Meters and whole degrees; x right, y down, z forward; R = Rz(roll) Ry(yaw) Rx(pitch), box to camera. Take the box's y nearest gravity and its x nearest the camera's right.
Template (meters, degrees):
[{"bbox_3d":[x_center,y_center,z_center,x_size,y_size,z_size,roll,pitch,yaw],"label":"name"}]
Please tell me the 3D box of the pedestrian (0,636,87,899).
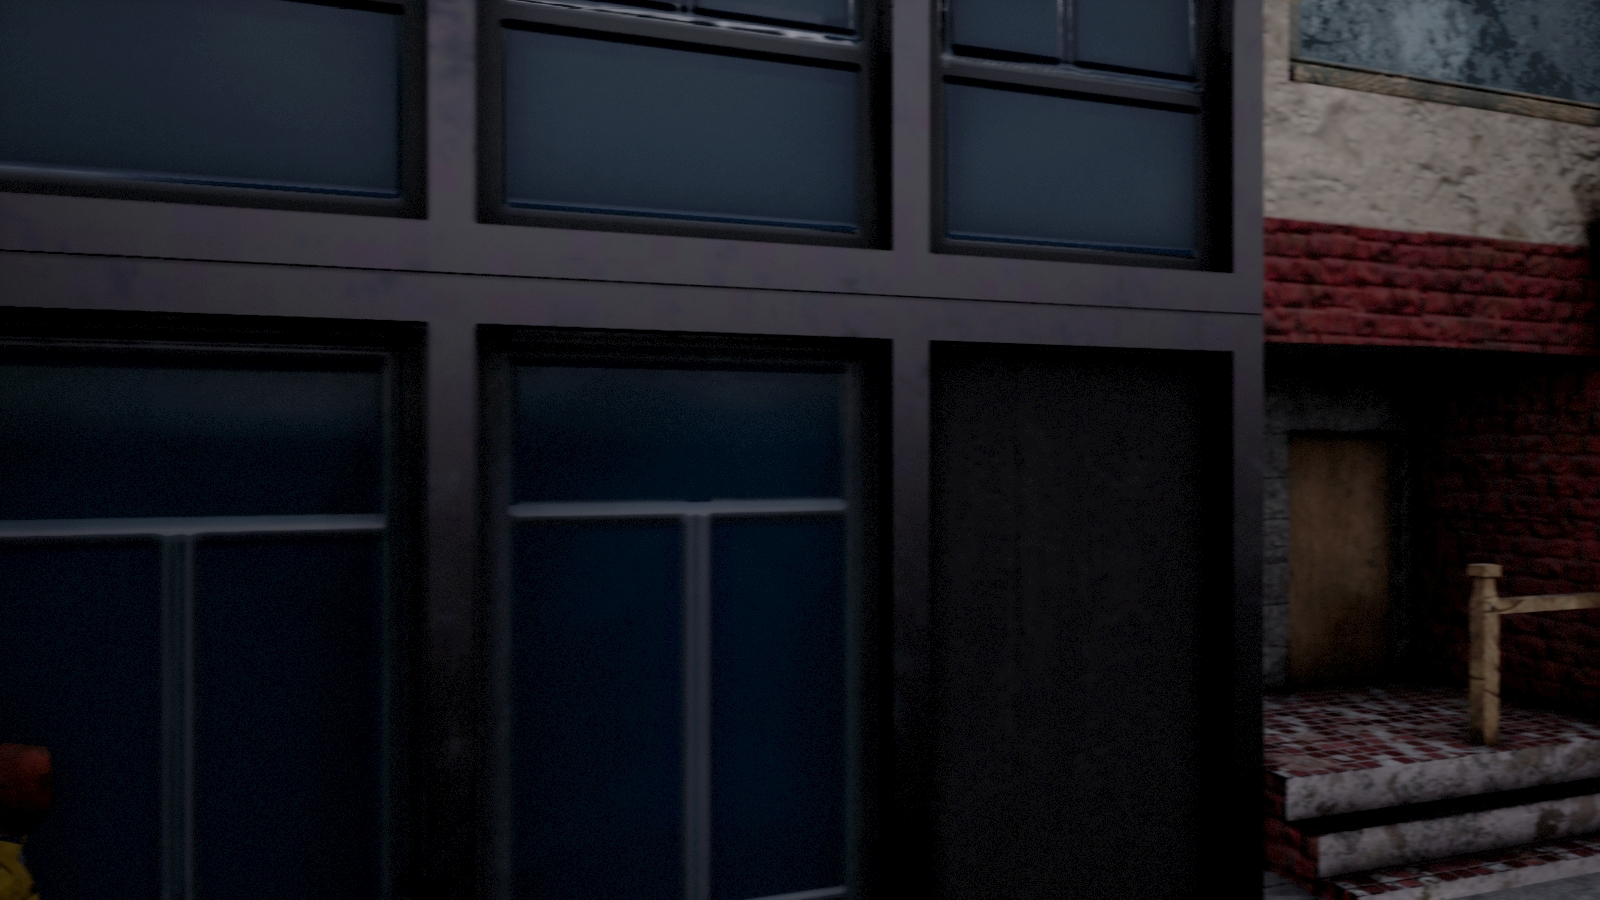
[{"bbox_3d":[-2.380,1.523,3.398,0.375,1.860,0.375,0,0,-21],"label":"pedestrian"}]
